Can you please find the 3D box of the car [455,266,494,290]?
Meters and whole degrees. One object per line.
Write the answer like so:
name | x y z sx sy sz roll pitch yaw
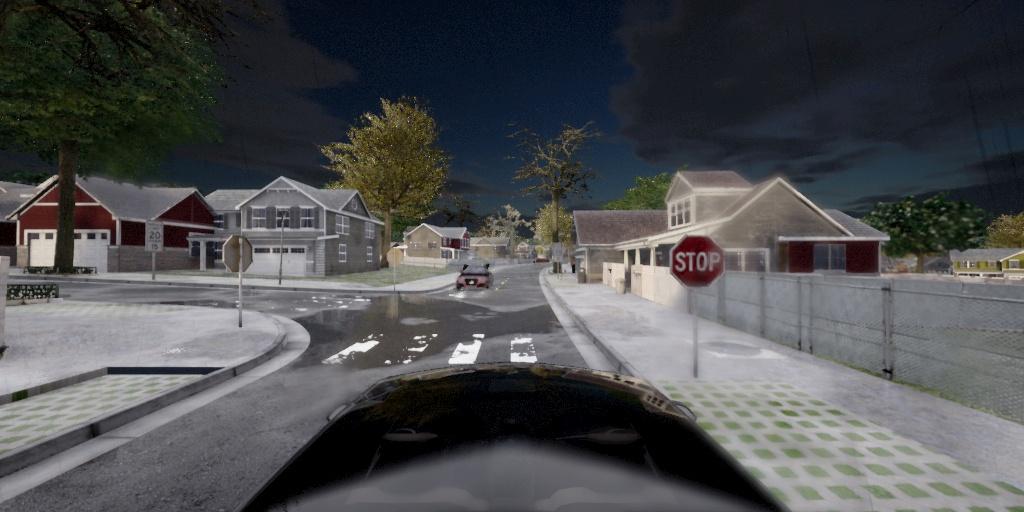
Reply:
car | -2.246 1.340 22.538 1.994 1.385 4.181 0 0 3
